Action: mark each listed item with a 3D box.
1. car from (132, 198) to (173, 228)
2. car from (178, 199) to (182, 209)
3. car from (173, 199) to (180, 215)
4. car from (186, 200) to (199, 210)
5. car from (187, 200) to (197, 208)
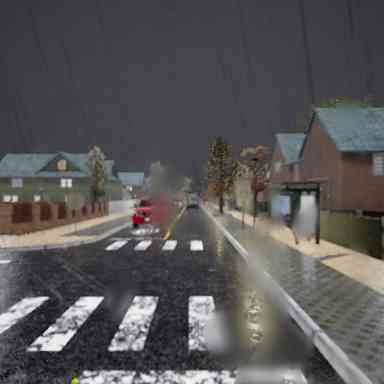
[{"bbox_3d":[-2.838,1.430,24.032,2.150,2.045,5.566,0,-1,0],"label":"car"},{"bbox_3d":[-2.730,1.972,56.151,2.097,1.767,4.553,0,-1,0],"label":"car"},{"bbox_3d":[-2.819,1.927,40.282,1.812,1.442,4.674,0,-1,0],"label":"car"},{"bbox_3d":[0.128,2.142,53.181,1.994,1.385,4.181,0,-1,0],"label":"car"},{"bbox_3d":[0.045,2.233,63.167,1.837,1.490,4.892,0,-1,0],"label":"car"}]
